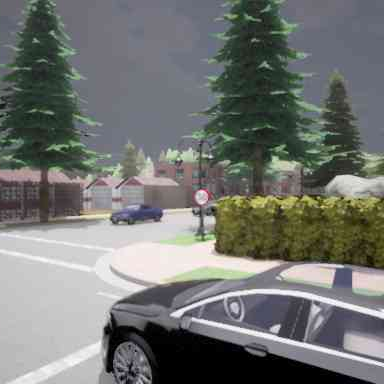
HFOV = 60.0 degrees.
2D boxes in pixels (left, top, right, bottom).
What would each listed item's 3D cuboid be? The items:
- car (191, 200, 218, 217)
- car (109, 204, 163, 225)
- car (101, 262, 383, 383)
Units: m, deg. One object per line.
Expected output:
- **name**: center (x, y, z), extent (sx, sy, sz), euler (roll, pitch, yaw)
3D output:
- **car**: center (1.860, 1.570, 33.178), extent (2.128, 1.511, 4.902), euler (0, 0, 37)
- **car**: center (-4.036, 1.604, 24.928), extent (1.812, 1.442, 4.674), euler (0, 0, 34)
- **car**: center (1.084, 1.499, 3.329), extent (4.902, 1.511, 2.128), euler (0, 0, 38)
